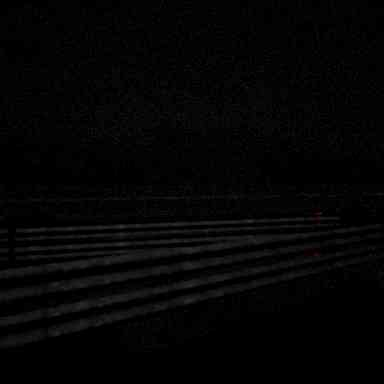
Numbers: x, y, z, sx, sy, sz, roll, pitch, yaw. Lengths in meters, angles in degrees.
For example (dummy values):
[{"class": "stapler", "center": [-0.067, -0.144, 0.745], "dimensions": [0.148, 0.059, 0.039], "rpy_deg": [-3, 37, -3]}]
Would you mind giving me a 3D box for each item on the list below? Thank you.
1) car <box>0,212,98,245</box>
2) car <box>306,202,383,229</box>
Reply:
[{"class": "car", "center": [-6.312, 1.549, 13.783], "dimensions": [4.674, 1.442, 1.812], "rpy_deg": [-1, 0, -15]}, {"class": "car", "center": [8.480, 1.289, 17.784], "dimensions": [4.902, 1.511, 2.128], "rpy_deg": [-1, 0, -15]}]
